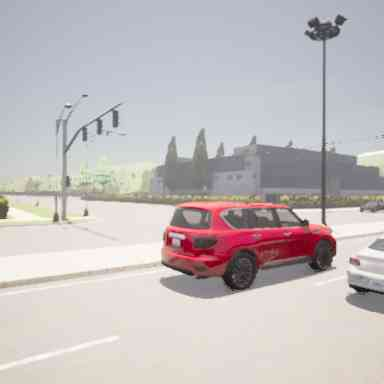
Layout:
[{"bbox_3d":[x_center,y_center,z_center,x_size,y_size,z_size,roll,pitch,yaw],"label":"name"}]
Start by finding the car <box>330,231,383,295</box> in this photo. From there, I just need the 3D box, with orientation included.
[{"bbox_3d":[5.415,1.605,7.751,4.674,1.442,1.812,0,0,-36],"label":"car"}]

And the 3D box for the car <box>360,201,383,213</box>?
[{"bbox_3d":[24.040,1.936,43.801,4.674,1.442,1.812,1,0,-34],"label":"car"}]

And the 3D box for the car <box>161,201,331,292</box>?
[{"bbox_3d":[1.788,1.288,9.417,5.566,2.045,2.150,0,0,-36],"label":"car"}]
